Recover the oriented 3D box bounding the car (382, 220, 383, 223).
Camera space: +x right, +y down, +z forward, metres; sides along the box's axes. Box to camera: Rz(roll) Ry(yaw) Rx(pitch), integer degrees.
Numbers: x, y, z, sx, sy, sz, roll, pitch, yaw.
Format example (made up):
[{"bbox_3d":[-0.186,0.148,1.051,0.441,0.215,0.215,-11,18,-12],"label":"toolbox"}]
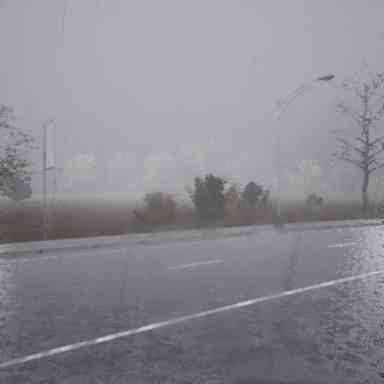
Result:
[{"bbox_3d":[13.746,1.595,20.040,4.718,1.301,1.895,0,0,-26],"label":"car"}]
